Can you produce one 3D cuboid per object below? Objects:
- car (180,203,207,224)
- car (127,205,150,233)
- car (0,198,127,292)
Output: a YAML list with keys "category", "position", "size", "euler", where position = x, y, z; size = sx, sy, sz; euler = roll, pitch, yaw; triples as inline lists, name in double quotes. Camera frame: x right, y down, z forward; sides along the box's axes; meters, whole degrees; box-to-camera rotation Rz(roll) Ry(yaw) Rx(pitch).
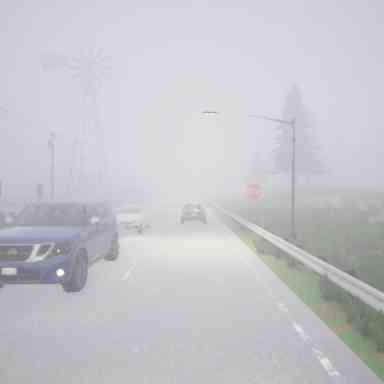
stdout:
- category: "car"
  position: [0.100, 1.490, 23.956]
  size: [2.033, 1.411, 5.357]
  euler: [0, 0, 0]
- category: "car"
  position: [-3.557, 1.480, 19.271]
  size: [1.812, 1.442, 4.674]
  euler: [0, 0, 0]
- category: "car"
  position: [-3.552, 1.202, 9.261]
  size: [2.150, 2.045, 5.566]
  euler: [0, 0, 0]
